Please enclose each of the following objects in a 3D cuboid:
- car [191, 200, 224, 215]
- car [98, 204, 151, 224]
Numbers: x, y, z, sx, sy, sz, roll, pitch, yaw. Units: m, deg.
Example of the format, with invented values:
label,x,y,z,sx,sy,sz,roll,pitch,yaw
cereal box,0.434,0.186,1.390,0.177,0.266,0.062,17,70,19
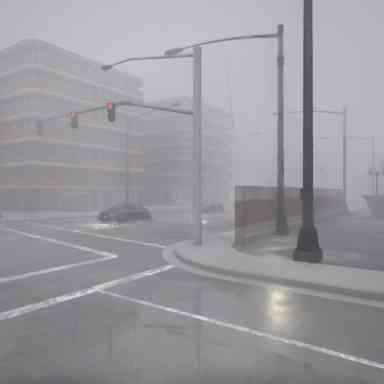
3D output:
label,x,y,z,sx,sy,sz,roll,pitch,yaw
car,1.740,1.526,34.775,1.812,1.442,4.674,0,0,34
car,-4.994,1.564,24.997,1.994,1.385,4.181,0,0,35
